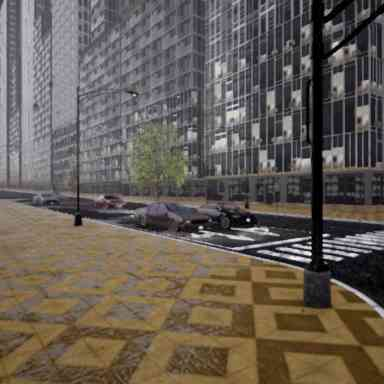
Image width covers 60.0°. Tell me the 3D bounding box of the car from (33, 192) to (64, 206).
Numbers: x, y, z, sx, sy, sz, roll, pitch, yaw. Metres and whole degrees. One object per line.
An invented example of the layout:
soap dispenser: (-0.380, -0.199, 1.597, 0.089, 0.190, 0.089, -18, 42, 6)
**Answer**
car: (-16.771, 0.817, 38.121, 2.033, 1.411, 5.357, 0, 1, -38)

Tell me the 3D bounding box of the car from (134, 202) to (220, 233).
car: (-1.199, 1.280, 18.173, 2.033, 1.411, 5.357, 0, 1, -38)

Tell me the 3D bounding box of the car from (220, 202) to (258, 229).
car: (1.821, 1.306, 19.589, 1.994, 1.385, 4.181, 0, 1, -38)

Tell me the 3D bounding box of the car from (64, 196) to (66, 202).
car: (-19.382, 0.721, 46.871, 2.033, 1.411, 5.357, 0, 1, -38)

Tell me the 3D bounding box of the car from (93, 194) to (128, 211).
car: (-7.996, 0.976, 32.124, 1.812, 1.442, 4.674, 0, 1, -38)
